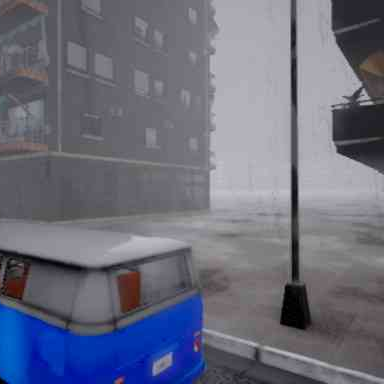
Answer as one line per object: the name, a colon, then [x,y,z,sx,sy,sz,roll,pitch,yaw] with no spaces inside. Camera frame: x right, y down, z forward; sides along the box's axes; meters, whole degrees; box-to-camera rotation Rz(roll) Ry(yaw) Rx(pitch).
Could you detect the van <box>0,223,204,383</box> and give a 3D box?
van: [-1.777,1.349,4.145,3.998,1.788,1.690,0,0,35]
